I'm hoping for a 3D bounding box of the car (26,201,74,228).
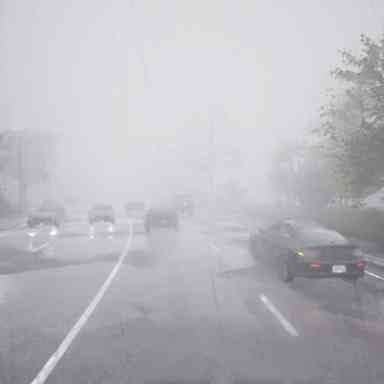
[{"bbox_3d":[-9.727,1.573,22.840,2.033,1.411,5.357,0,0,-12],"label":"car"}]

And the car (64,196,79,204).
[{"bbox_3d":[-22.541,1.527,62.326,1.882,1.535,5.008,0,0,-32],"label":"car"}]

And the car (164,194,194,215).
[{"bbox_3d":[-1.427,1.235,33.385,2.150,2.045,5.566,0,0,-16],"label":"car"}]

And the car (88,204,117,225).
[{"bbox_3d":[-6.514,1.567,24.448,2.033,1.411,5.357,0,0,-13],"label":"car"}]

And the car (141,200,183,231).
[{"bbox_3d":[-2.002,1.487,20.606,1.882,1.535,5.008,0,0,-10],"label":"car"}]

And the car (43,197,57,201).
[{"bbox_3d":[-26.186,1.602,61.517,1.994,1.385,4.181,0,0,-33],"label":"car"}]

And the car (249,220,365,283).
[{"bbox_3d":[3.019,1.519,9.562,1.812,1.442,4.674,0,0,-5],"label":"car"}]

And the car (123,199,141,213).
[{"bbox_3d":[-6.746,1.502,38.366,1.882,1.535,5.008,0,0,-19],"label":"car"}]
